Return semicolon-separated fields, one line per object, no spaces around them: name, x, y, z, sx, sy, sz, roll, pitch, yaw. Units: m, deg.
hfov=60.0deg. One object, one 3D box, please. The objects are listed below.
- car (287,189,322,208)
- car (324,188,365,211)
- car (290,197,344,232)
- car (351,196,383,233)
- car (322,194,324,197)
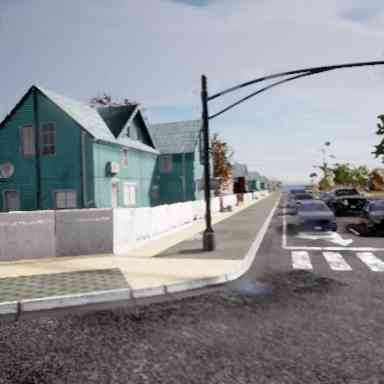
car;9.199;0.904;27.550;2.097;1.767;4.553;-2;0;16
car;12.310;0.682;26.630;2.150;2.045;5.566;-2;0;15
car;6.536;1.242;17.960;2.033;1.411;5.357;-2;0;16
car;9.594;1.154;16.746;2.033;1.411;5.357;-2;0;19
car;15.173;0.857;36.856;2.033;1.411;5.357;-2;0;16
